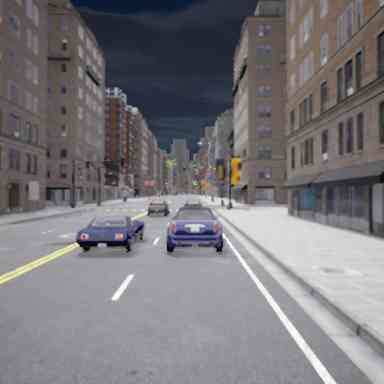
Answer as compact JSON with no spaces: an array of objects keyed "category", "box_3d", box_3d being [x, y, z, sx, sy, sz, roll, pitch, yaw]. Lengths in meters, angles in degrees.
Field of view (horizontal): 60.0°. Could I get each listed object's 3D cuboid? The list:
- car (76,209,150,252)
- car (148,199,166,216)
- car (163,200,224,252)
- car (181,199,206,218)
[{"category":"car","box_3d":[-3.145,1.587,13.897,1.895,1.301,4.718,0,0,0]},{"category":"car","box_3d":[-3.137,1.456,32.010,2.128,1.511,4.902,0,0,0]},{"category":"car","box_3d":[0.106,1.338,13.894,2.097,1.767,4.553,0,0,0]},{"category":"car","box_3d":[0.112,1.457,31.030,2.128,1.511,4.902,0,0,0]}]
